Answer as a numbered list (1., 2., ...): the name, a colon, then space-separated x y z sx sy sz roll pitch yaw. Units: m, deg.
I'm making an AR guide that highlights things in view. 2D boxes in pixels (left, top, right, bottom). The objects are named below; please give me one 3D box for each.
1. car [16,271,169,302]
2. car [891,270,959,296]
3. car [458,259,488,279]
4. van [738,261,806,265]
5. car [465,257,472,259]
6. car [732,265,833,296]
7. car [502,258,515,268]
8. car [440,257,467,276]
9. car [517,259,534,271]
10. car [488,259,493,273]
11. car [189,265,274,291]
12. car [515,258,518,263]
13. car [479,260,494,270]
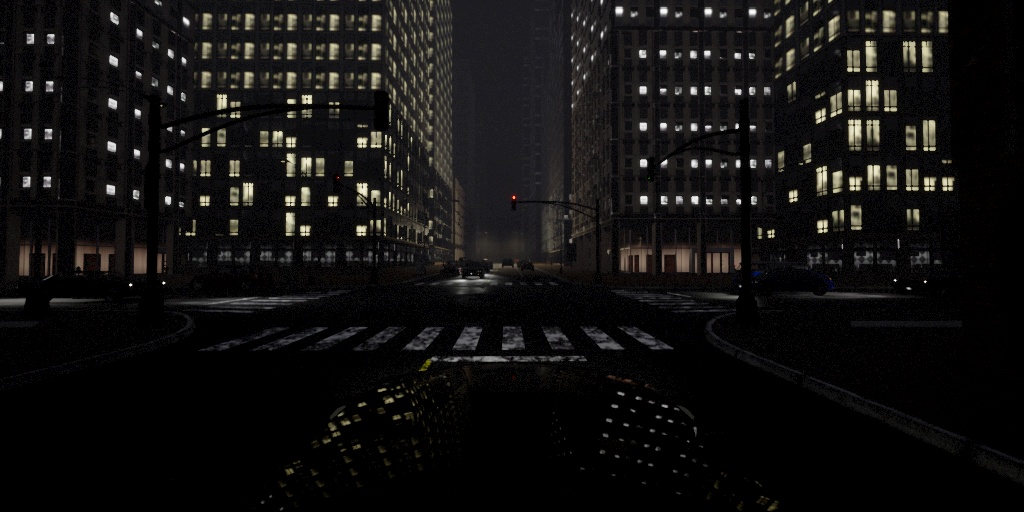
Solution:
1. car: -18.064 1.301 15.661 4.718 1.301 1.895 0 -1 -1
2. car: 23.562 1.435 19.334 4.718 1.301 1.895 0 -1 -1
3. car: -3.529 1.266 33.225 1.837 1.490 4.892 0 0 -1
4. van: 15.710 1.210 21.824 3.998 1.789 1.690 0 0 -1
5. car: -6.325 1.082 48.186 2.192 1.841 5.009 0 0 -1
6. car: 14.518 1.342 19.228 4.674 1.442 1.812 0 -1 -2
7. car: -0.747 1.126 63.985 2.097 1.767 4.553 0 0 -1
8. car: -6.172 1.203 37.036 1.967 1.591 4.097 0 0 -1
9. car: 2.054 1.350 48.362 1.802 1.307 4.207 0 0 -1
10. car: -3.667 1.367 43.442 1.895 1.301 4.718 0 0 -1
11. car: -16.762 1.255 21.453 4.097 1.591 1.967 0 0 -1
12. car: 1.900 1.298 59.687 1.751 1.417 4.829 0 0 -1
13. car: -3.808 1.318 54.078 2.033 1.411 5.357 0 0 -1
